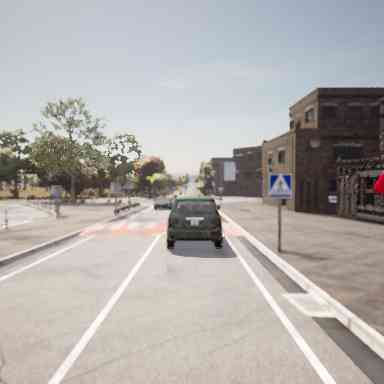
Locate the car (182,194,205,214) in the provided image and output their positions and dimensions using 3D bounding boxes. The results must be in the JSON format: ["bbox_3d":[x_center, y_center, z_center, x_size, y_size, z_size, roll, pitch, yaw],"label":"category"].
[{"bbox_3d":[0.101,1.120,32.746,2.097,1.767,4.553,0,1,0],"label":"car"}]

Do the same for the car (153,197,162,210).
[{"bbox_3d":[-3.252,1.260,38.167,2.033,1.411,5.357,0,1,0],"label":"car"}]

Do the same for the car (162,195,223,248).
[{"bbox_3d":[0.100,1.168,14.589,2.150,2.045,5.566,0,1,0],"label":"car"}]
